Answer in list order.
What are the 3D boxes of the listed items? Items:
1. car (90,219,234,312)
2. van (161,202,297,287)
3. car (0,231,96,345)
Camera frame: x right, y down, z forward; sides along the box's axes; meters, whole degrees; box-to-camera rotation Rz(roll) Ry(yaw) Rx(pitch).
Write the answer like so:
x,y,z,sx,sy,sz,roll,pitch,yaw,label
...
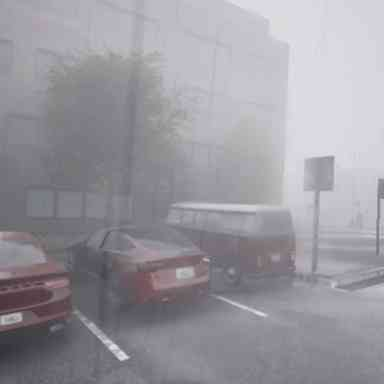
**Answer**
x,y,z,sx,sy,sz,roll,pitch,yaw,label
-1.479,1.525,7.948,2.163,1.488,4.792,0,0,-36,car
0.741,1.307,9.639,1.878,1.987,4.442,1,0,-35,van
-3.767,1.480,6.279,2.097,1.535,5.008,0,0,-36,car
